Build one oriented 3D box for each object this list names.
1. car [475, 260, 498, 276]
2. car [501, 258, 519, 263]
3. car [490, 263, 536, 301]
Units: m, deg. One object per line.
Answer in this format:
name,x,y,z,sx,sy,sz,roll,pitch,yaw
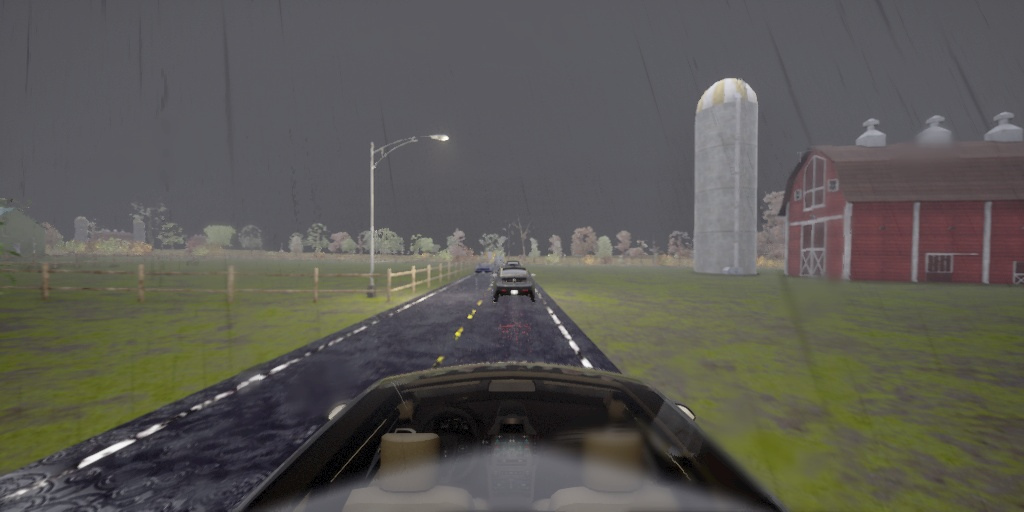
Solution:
car,-2.846,1.346,37.948,1.895,1.301,4.718,0,0,0
car,0.095,1.250,38.636,1.837,1.490,4.892,0,0,0
car,0.099,1.250,17.289,1.837,1.490,4.892,0,0,0
